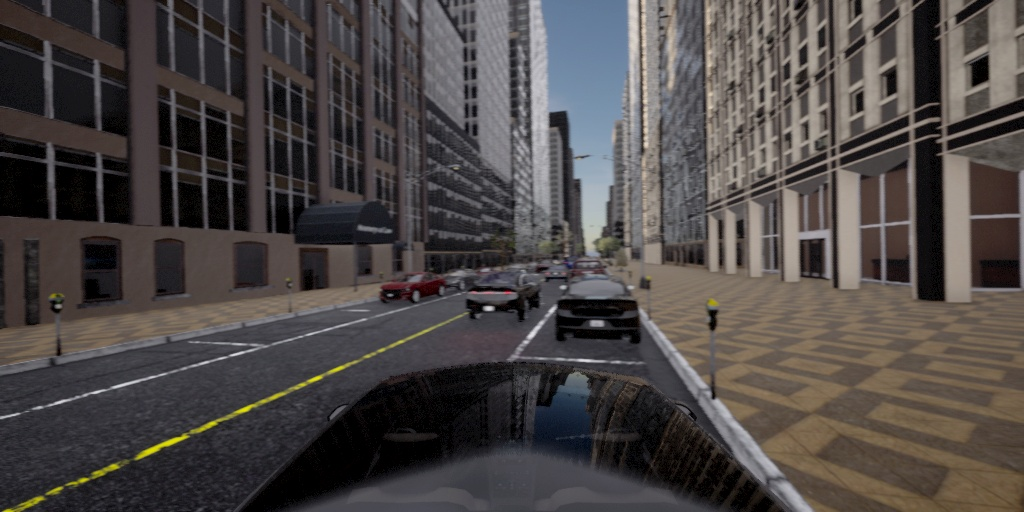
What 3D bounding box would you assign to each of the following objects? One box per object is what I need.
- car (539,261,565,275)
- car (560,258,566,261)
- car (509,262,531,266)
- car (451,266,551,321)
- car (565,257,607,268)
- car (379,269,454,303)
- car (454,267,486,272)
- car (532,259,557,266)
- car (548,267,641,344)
[{"bbox_3d":[3.899,1.389,29.720,2.033,1.411,5.357,-1,0,13],"label":"car"},{"bbox_3d":[8.105,1.092,47.991,2.150,2.045,5.566,-1,0,13],"label":"car"},{"bbox_3d":[0.405,1.513,40.067,2.007,1.370,4.403,0,0,13],"label":"car"},{"bbox_3d":[-0.109,1.306,12.749,2.128,1.511,4.902,-1,0,13],"label":"car"},{"bbox_3d":[4.641,1.096,21.547,2.192,1.841,5.009,0,0,13],"label":"car"},{"bbox_3d":[-4.820,1.474,17.941,1.888,1.381,4.507,0,0,13],"label":"car"},{"bbox_3d":[-3.514,1.488,23.472,2.007,1.370,4.403,0,0,13],"label":"car"},{"bbox_3d":[4.259,1.273,44.916,2.097,1.767,4.553,-1,0,14],"label":"car"},{"bbox_3d":[2.303,1.233,9.749,1.882,1.535,5.008,-1,0,13],"label":"car"}]
